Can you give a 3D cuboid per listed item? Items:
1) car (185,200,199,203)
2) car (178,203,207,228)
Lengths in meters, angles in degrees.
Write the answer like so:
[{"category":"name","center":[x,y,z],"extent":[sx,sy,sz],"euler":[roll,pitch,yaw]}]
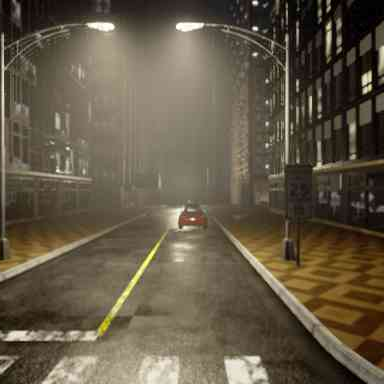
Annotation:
[{"category":"car","center":[-0.002,1.885,49.312],"extent":[2.128,1.511,4.902],"euler":[0,0,0]},{"category":"car","center":[0.051,1.761,23.762],"extent":[1.994,1.385,4.181],"euler":[0,0,0]}]
